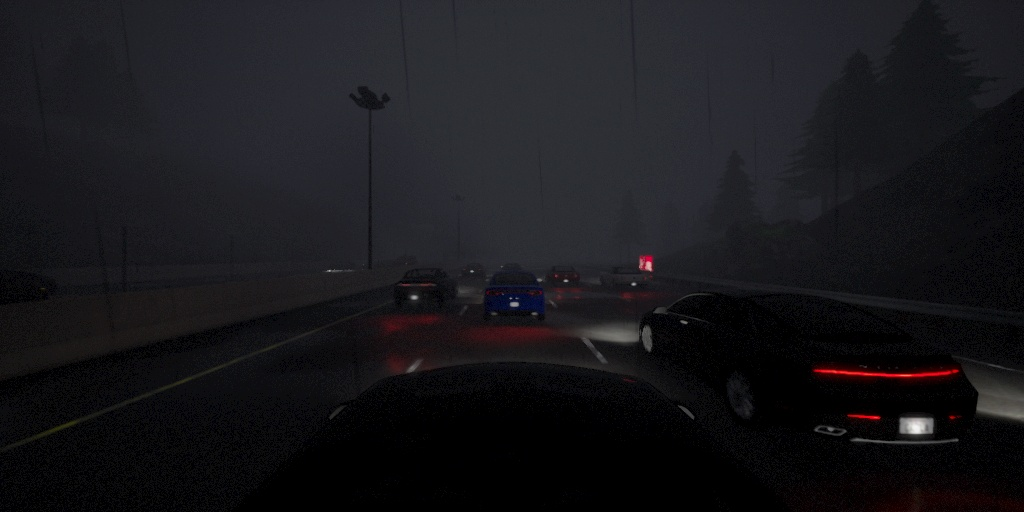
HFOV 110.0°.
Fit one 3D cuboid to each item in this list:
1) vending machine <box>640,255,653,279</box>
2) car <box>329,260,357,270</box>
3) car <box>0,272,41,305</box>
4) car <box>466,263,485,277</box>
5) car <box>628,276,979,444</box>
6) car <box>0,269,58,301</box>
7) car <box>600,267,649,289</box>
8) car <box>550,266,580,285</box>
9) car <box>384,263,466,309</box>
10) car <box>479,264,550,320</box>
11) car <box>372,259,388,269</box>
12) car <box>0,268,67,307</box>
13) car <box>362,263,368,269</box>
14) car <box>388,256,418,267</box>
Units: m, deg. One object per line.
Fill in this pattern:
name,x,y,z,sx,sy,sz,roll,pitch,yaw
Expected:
vending machine,11.920,0.928,31.801,1.100,2.100,0.880,0,0,0
car,-24.694,1.306,52.754,2.033,1.411,5.357,0,0,0
car,-14.113,1.265,7.540,1.837,1.490,4.892,0,0,0
car,-3.485,1.309,33.310,1.994,1.385,4.181,0,0,0
car,3.573,1.251,5.585,1.837,1.490,4.892,0,0,0
car,-17.622,1.289,10.949,1.812,1.442,4.674,0,0,0
car,7.045,1.339,22.963,1.895,1.301,4.718,0,0,0
car,3.537,1.342,25.748,1.895,1.301,4.718,0,0,0
car,-3.437,1.241,15.033,2.128,1.511,4.902,0,0,0
car,0.069,1.225,12.682,1.882,1.535,5.008,0,0,0
car,-17.709,1.231,50.601,1.882,1.535,5.008,0,0,0
car,-21.130,1.270,13.853,1.837,1.490,4.892,0,0,0
car,-21.198,1.356,54.977,1.895,1.301,4.718,0,0,0
car,-14.210,0.972,47.943,2.150,2.045,5.566,0,0,0
